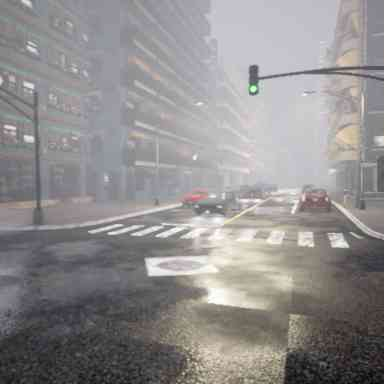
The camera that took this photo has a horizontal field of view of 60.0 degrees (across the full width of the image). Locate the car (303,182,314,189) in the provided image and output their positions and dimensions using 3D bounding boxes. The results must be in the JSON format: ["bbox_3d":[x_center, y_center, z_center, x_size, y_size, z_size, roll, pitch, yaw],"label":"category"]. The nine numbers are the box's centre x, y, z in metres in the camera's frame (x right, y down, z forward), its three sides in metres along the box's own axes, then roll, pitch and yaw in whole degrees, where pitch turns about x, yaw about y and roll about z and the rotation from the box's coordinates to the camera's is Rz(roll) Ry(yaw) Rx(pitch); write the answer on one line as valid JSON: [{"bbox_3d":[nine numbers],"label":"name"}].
[{"bbox_3d":[24.787,-1.497,70.779,2.008,1.369,4.403,1,2,19],"label":"car"}]

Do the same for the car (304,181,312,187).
[{"bbox_3d":[28.467,-1.949,81.484,1.887,1.381,4.507,1,2,19],"label":"car"}]

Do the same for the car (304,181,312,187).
[{"bbox_3d":[30.308,-2.150,86.838,1.947,1.339,4.313,1,2,19],"label":"car"}]

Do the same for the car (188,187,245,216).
[{"bbox_3d":[1.740,0.635,21.567,2.033,1.411,5.357,0,2,19],"label":"car"}]

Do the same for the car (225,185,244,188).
[{"bbox_3d":[3.979,0.052,36.034,2.008,1.369,4.403,1,3,19],"label":"car"}]

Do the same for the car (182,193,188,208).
[{"bbox_3d":[0.611,0.450,26.517,1.887,1.381,4.507,1,3,19],"label":"car"}]

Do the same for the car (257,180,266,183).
[{"bbox_3d":[13.180,-1.313,62.788,2.192,1.841,5.009,1,2,19],"label":"car"}]

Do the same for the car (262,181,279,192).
[{"bbox_3d":[12.937,-0.689,53.835,2.033,1.411,5.357,0,2,19],"label":"car"}]

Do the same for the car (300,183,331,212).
[{"bbox_3d":[8.330,0.424,22.569,1.967,1.590,4.097,1,3,19],"label":"car"}]

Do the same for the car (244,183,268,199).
[{"bbox_3d":[6.787,0.029,36.225,1.994,1.385,4.181,0,3,19],"label":"car"}]
